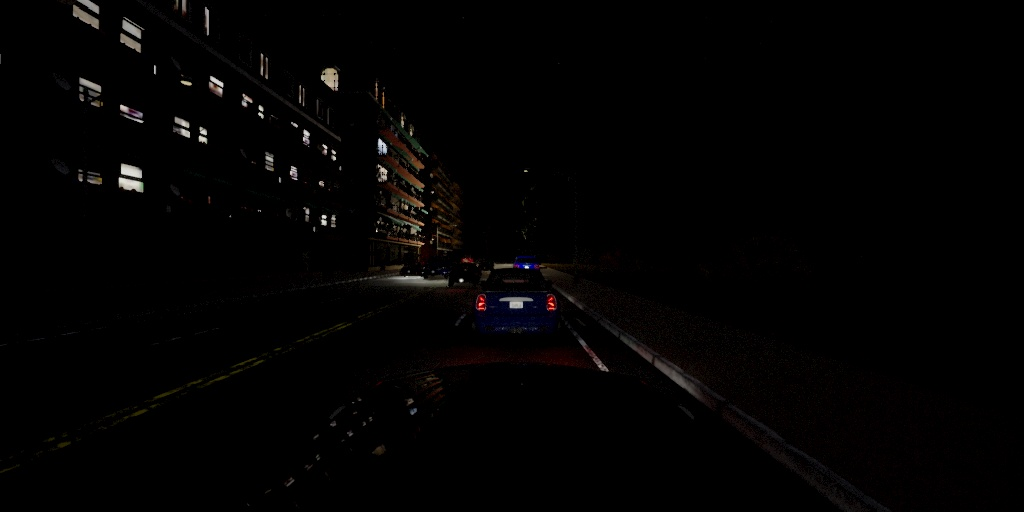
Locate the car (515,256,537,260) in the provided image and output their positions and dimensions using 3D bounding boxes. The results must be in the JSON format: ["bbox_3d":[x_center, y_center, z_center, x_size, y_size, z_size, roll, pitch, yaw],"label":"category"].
[{"bbox_3d":[1.145,0.979,30.037,2.150,2.045,5.566,0,0,0],"label":"car"}]

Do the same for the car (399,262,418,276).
[{"bbox_3d":[-9.841,1.318,36.141,1.994,1.385,4.181,0,0,0],"label":"car"}]

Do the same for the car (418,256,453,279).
[{"bbox_3d":[-6.593,0.975,32.708,2.150,2.045,5.566,0,0,0],"label":"car"}]

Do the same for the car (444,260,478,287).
[{"bbox_3d":[-3.145,1.258,24.686,1.837,1.490,4.892,0,0,0],"label":"car"}]

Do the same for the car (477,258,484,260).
[{"bbox_3d":[-3.139,1.232,43.920,1.882,1.535,5.008,0,-1,0],"label":"car"}]

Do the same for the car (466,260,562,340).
[{"bbox_3d":[0.100,1.103,10.083,2.097,1.767,4.553,0,0,0],"label":"car"}]
